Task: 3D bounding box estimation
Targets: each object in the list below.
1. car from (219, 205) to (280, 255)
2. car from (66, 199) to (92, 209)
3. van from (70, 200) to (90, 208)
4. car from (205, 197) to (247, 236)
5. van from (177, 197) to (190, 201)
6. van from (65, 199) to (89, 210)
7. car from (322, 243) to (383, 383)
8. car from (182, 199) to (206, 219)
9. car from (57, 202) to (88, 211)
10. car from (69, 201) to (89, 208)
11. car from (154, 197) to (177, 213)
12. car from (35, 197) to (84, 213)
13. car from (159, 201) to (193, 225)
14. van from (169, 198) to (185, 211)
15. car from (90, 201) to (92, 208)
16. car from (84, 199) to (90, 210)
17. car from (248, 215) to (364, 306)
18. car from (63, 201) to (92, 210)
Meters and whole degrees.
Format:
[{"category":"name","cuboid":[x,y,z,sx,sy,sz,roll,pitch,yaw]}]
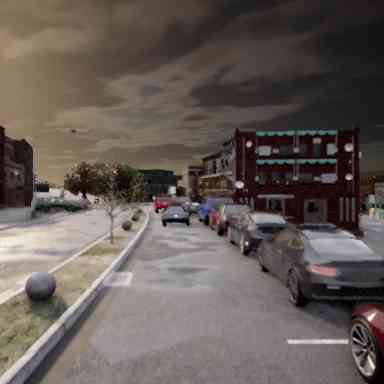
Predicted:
[{"category":"car","cuboid":[2.618,1.485,13.319,2.231,1.521,4.892,0,0,-3]},{"category":"car","cuboid":[-25.616,2.721,75.426,5.566,2.045,2.435,0,-2,-17]},{"category":"van","cuboid":[-26.316,2.817,78.083,4.442,1.987,1.878,0,-1,-18]},{"category":"car","cuboid":[2.237,1.381,18.943,2.185,1.767,4.553,0,0,-4]},{"category":"van","cuboid":[-1.323,1.735,46.574,1.878,1.987,4.442,0,-1,-9]},{"category":"van","cuboid":[-23.372,2.523,67.694,4.442,1.987,1.878,0,-2,-16]},{"category":"car","cuboid":[2.994,1.507,2.385,2.163,1.488,4.792,0,0,0]},{"category":"car","cuboid":[0.427,1.750,35.494,2.002,1.452,4.674,0,-1,-8]},{"category":"car","cuboid":[-20.503,2.446,57.157,4.792,1.488,2.163,0,-2,-13]},{"category":"car","cuboid":[-27.293,2.987,80.661,4.553,1.767,2.185,0,-1,-18]},{"category":"car","cuboid":[-3.700,1.622,42.871,2.150,2.045,5.566,0,-1,-9]},{"category":"car","cuboid":[-17.569,1.729,43.704,5.566,2.045,2.435,0,-1,-10]},{"category":"car","cuboid":[-1.281,1.646,24.850,1.994,1.385,4.181,0,-1,-5]},{"category":"van","cuboid":[-2.365,1.893,52.012,1.878,1.987,4.442,0,-2,-11]},{"category":"car","cuboid":[-21.814,2.626,62.454,4.674,1.452,2.002,0,-2,-14]},{"category":"car","cuboid":[-19.841,2.329,54.509,4.892,1.521,2.231,0,-2,-13]},{"category":"car","cuboid":[2.863,1.520,7.903,2.002,1.452,4.674,0,0,-1]},{"category":"car","cuboid":[-22.342,2.665,65.138,5.366,1.575,1.946,0,-2,-15]}]
